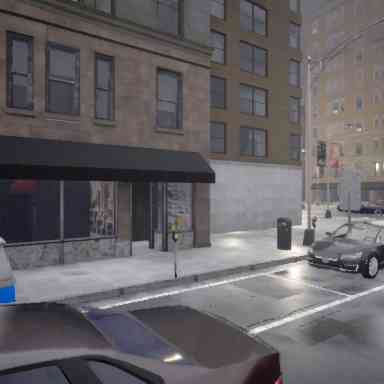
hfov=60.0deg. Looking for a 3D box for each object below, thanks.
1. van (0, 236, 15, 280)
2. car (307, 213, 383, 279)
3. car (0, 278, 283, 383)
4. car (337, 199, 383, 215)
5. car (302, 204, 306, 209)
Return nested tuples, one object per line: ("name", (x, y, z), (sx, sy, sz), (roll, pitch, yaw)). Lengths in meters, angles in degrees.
("van", (-3.958, 1.341, 3.364), (3.998, 1.788, 1.690), (0, 0, -36))
("car", (5.252, 1.551, 9.951), (4.403, 1.369, 2.008), (0, 0, -36))
("car", (-1.708, 1.547, 1.861), (5.357, 1.411, 2.033), (0, 0, -35))
("car", (16.193, 1.531, 31.028), (1.895, 1.301, 4.718), (0, 0, -36))
("car", (10.514, 1.432, 38.895), (2.033, 1.411, 5.357), (0, 0, -36))
